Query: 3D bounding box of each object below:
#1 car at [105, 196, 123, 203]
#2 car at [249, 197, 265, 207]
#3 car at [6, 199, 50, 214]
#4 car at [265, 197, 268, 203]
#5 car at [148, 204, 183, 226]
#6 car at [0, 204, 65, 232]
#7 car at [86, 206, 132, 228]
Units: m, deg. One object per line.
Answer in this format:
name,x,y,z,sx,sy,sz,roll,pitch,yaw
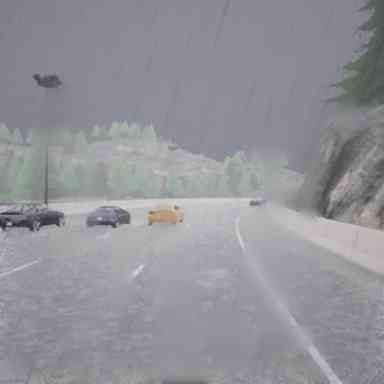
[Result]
car,-17.788,1.679,76.312,1.994,1.385,4.181,1,0,20
car,12.014,2.011,62.584,1.882,1.535,5.008,1,0,20
car,-17.886,1.527,36.540,1.812,1.442,4.674,1,0,10
car,17.562,1.997,79.455,1.882,1.535,5.008,1,0,26
car,-1.850,1.606,24.622,1.882,1.535,5.008,0,0,7
car,-9.404,1.498,19.987,2.128,1.511,4.902,1,0,6
car,-5.556,1.635,22.771,1.994,1.385,4.181,1,0,7
